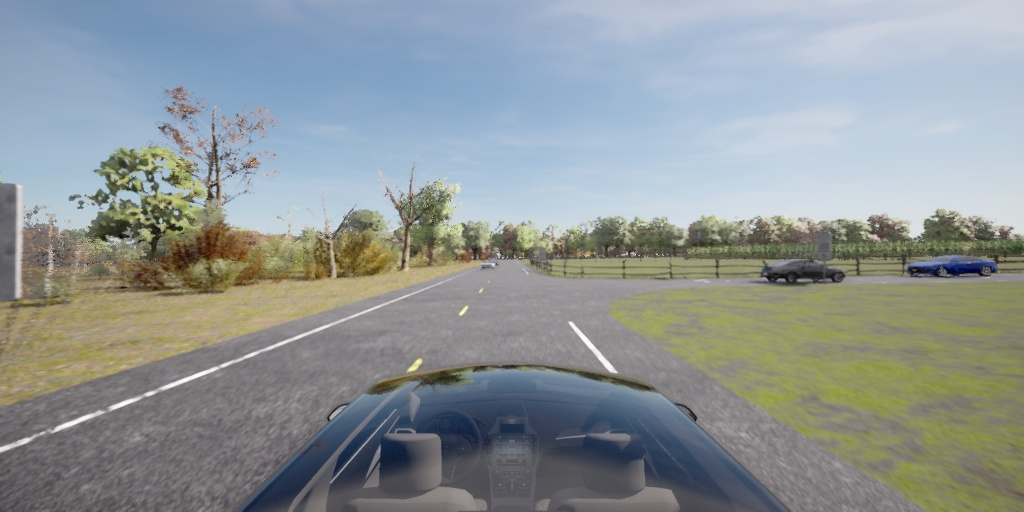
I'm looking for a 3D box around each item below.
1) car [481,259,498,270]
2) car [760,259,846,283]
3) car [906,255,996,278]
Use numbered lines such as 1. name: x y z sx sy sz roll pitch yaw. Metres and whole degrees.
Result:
1. car: -3.575 1.331 53.443 1.895 1.301 4.718 0 0 0
2. car: 18.327 0.935 22.726 4.674 1.442 1.812 -1 -1 0
3. car: 31.272 0.712 25.657 5.008 1.535 1.882 -1 -1 0
